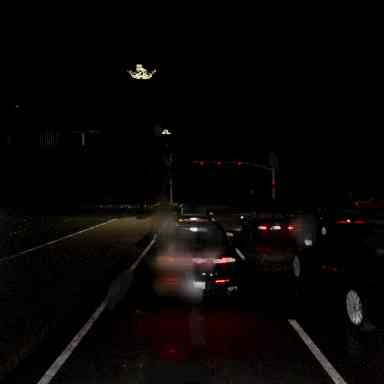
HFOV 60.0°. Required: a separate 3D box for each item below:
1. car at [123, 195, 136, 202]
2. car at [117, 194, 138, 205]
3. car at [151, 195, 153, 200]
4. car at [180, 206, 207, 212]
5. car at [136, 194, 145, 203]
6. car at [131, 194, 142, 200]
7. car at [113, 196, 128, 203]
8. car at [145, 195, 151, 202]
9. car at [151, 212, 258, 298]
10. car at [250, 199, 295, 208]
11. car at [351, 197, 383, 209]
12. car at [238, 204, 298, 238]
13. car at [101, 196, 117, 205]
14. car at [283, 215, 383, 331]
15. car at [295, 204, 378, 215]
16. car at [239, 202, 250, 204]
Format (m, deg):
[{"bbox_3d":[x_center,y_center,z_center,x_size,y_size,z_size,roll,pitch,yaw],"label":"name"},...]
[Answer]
[{"bbox_3d":[-15.081,1.525,80.587,2.128,1.511,4.902,0,0,0],"label":"car"},{"bbox_3d":[-11.656,1.564,60.224,1.994,1.385,4.181,0,0,1],"label":"car"},{"bbox_3d":[-11.581,1.524,89.723,2.128,1.511,4.902,0,0,0],"label":"car"},{"bbox_3d":[0.084,1.505,17.916,1.837,1.490,4.892,0,0,0],"label":"car"},{"bbox_3d":[-11.569,1.500,69.046,1.837,1.490,4.892,0,0,0],"label":"car"},{"bbox_3d":[-15.072,1.348,90.753,2.097,1.767,4.553,0,0,0],"label":"car"},{"bbox_3d":[-15.071,1.540,70.484,2.033,1.411,5.357,0,0,0],"label":"car"},{"bbox_3d":[-11.580,1.524,79.316,1.812,1.442,4.674,0,0,0],"label":"car"},{"bbox_3d":[0.091,1.491,8.495,2.128,1.511,4.902,0,0,0],"label":"car"},{"bbox_3d":[8.320,1.564,33.128,4.181,1.385,1.994,0,0,-2],"label":"car"},{"bbox_3d":[23.584,1.477,43.719,5.008,1.535,1.882,0,0,1],"label":"car"},{"bbox_3d":[3.586,1.547,16.510,2.033,1.411,5.357,0,0,0],"label":"car"},{"bbox_3d":[-15.116,1.477,60.706,1.882,1.535,5.008,0,0,0],"label":"car"},{"bbox_3d":[3.593,1.478,6.890,1.882,1.535,5.008,0,0,0],"label":"car"},{"bbox_3d":[7.084,1.505,16.975,1.837,1.490,4.892,0,0,0],"label":"car"},{"bbox_3d":[8.691,1.600,45.270,4.718,1.301,1.895,0,0,29],"label":"car"}]
